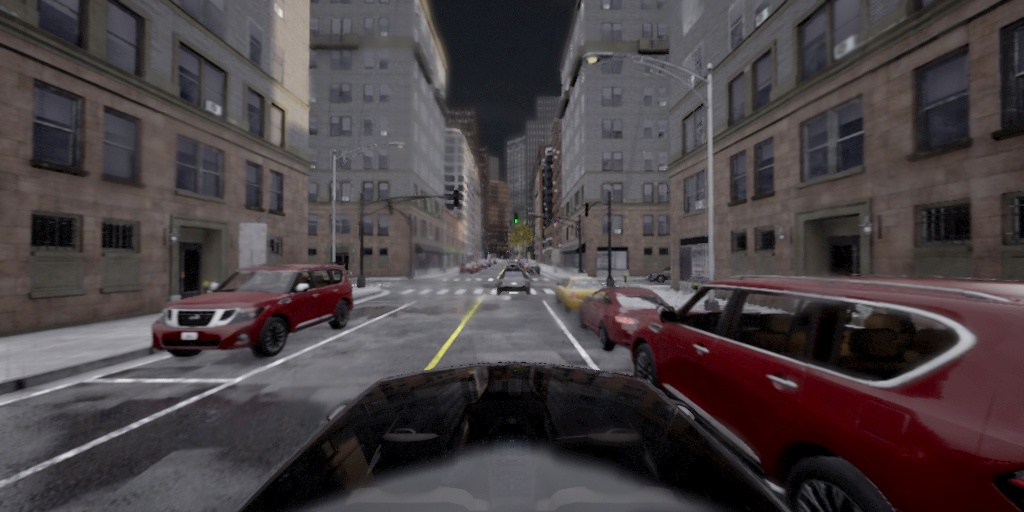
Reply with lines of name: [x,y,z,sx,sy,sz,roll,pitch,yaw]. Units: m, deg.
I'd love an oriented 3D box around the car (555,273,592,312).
car: [2.765,1.392,14.626,1.751,1.417,4.829,0,0,0]

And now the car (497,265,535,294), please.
car: [0.103,1.480,21.685,1.994,1.385,4.181,0,0,0]

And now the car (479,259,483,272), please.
car: [-5.753,1.557,51.995,1.967,1.591,4.097,0,0,0]

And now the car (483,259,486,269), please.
car: [-5.753,1.688,57.419,1.888,1.381,4.507,0,0,0]

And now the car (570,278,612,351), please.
car: [2.764,1.400,8.902,1.802,1.307,4.207,0,0,0]

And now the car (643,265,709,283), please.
car: [13.487,1.482,29.648,4.674,1.442,1.812,0,-1,-1]

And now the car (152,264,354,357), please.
car: [-5.761,1.133,8.911,2.192,1.841,5.009,0,0,0]

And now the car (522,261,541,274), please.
car: [2.771,1.638,46.562,2.007,1.370,4.403,0,0,0]

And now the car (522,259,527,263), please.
car: [2.773,1.668,57.579,1.751,1.417,4.829,0,0,0]

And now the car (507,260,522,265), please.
car: [0.108,1.606,49.029,1.837,1.490,4.892,0,0,0]

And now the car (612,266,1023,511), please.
car: [2.763,1.081,3.351,2.192,1.841,5.009,0,0,0]

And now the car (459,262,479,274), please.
car: [-5.754,1.634,46.570,1.888,1.381,4.507,0,0,0]
